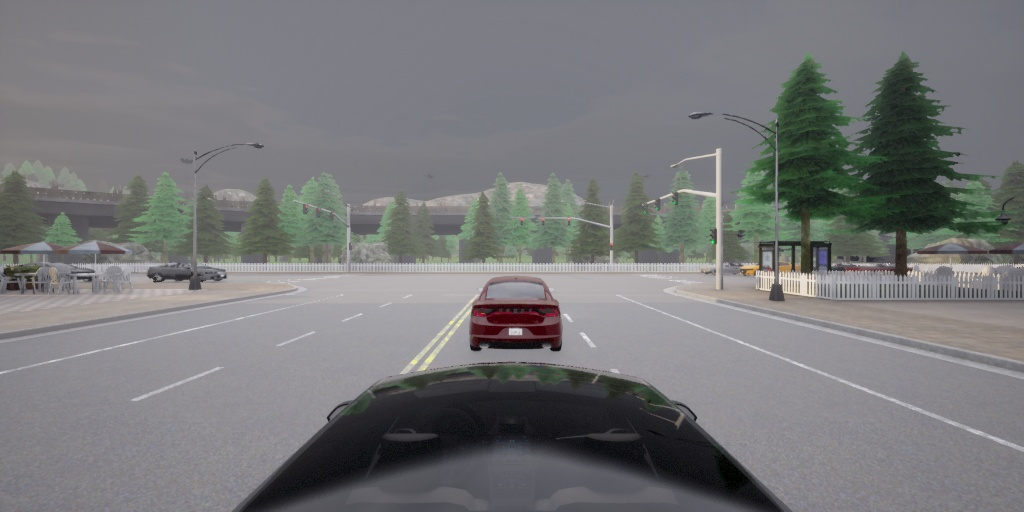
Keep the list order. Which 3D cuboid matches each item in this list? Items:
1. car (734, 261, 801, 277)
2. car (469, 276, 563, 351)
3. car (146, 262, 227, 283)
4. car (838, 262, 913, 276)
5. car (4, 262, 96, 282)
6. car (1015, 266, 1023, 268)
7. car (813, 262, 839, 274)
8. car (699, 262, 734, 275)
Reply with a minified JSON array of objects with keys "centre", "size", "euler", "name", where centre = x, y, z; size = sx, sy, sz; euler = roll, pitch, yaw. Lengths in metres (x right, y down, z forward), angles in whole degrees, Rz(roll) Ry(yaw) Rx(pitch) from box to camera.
[{"centre":[23.818,1.172,33.127],"size":[5.008,1.535,1.882],"euler":[0,0,1],"name":"car"},{"centre":[0.103,1.228,9.002],"size":[1.882,1.535,5.008],"euler":[0,0,1],"name":"car"},{"centre":[-23.694,1.187,26.260],"size":[4.902,1.511,2.128],"euler":[0,0,-1],"name":"car"},{"centre":[33.459,1.296,32.924],"size":[4.718,1.301,1.895],"euler":[0,0,2],"name":"car"},{"centre":[-33.609,1.172,26.197],"size":[5.008,1.535,1.882],"euler":[0,0,-2],"name":"car"},{"centre":[45.995,1.259,31.057],"size":[4.181,1.385,1.994],"euler":[0,0,17],"name":"car"},{"centre":[32.838,1.295,36.463],"size":[4.718,1.301,1.895],"euler":[0,0,2],"name":"car"},{"centre":[21.882,1.295,36.659],"size":[4.718,1.301,1.895],"euler":[0,0,1],"name":"car"}]
